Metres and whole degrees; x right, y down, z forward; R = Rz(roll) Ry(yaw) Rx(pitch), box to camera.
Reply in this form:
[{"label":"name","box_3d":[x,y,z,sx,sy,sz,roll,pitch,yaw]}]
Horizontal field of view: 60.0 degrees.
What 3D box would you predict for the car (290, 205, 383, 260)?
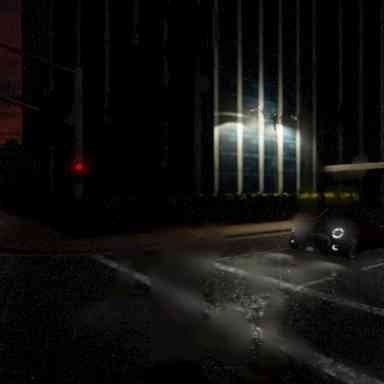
[{"label":"car","box_3d":[5.750,1.302,12.382,4.553,1.767,2.097,0,0,-35]}]
